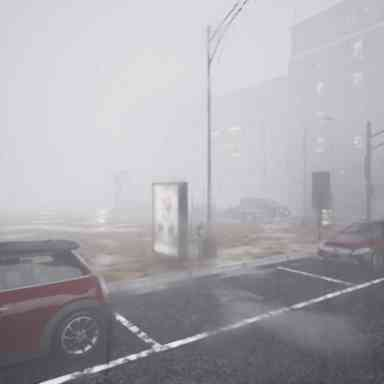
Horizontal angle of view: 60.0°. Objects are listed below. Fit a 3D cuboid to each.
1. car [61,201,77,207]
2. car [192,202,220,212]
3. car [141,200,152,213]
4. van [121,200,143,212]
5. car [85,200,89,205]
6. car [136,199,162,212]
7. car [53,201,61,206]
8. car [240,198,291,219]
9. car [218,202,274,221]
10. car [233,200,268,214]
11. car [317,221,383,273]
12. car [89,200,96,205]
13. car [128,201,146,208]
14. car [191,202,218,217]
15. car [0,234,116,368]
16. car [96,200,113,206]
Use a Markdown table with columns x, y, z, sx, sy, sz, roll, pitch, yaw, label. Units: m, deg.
| x | y | z | sx | sy | sz | roll | pitch | yaw | label |
| --- | --- | --- | --- | --- | --- | --- | --- | --- | --- |
| -27.661 | 2.741 | 75.750 | 2.008 | 1.369 | 4.403 | -1 | 0 | -36 | car |
| 2.039 | 2.147 | 49.118 | 1.802 | 1.307 | 4.206 | -1 | 0 | -36 | car |
| -4.468 | 2.151 | 43.536 | 1.887 | 1.381 | 4.507 | -1 | 0 | -36 | car |
| -9.385 | 2.071 | 50.425 | 1.690 | 1.788 | 3.998 | -1 | 0 | -36 | van |
| -27.397 | 2.849 | 89.685 | 1.887 | 1.381 | 4.507 | -1 | 0 | -36 | car |
| -6.647 | 2.051 | 51.202 | 2.097 | 1.767 | 4.553 | 0 | 0 | -35 | car |
| -34.188 | 2.899 | 84.775 | 1.887 | 1.381 | 4.507 | -1 | 0 | -36 | car |
| 6.904 | 1.581 | 32.392 | 2.150 | 2.045 | 5.566 | 0 | 0 | -36 | car |
| 4.871 | 1.924 | 30.546 | 2.008 | 1.369 | 4.403 | -1 | 0 | -36 | car |
| 7.294 | 1.875 | 41.933 | 1.967 | 1.590 | 4.097 | -1 | 0 | -36 | car |
| 5.805 | 1.599 | 10.700 | 4.206 | 1.307 | 1.802 | 0 | 0 | -35 | car |
| -24.133 | 2.788 | 85.172 | 1.947 | 1.339 | 4.313 | -1 | 0 | -36 | car |
| -11.079 | 2.475 | 67.122 | 1.802 | 1.307 | 4.206 | -1 | 0 | -36 | car |
| 1.607 | 2.005 | 35.059 | 2.008 | 1.369 | 4.403 | -1 | 0 | -36 | car |
| -3.201 | 1.440 | 4.287 | 4.097 | 1.590 | 1.967 | 0 | 0 | -35 | car |
| -20.873 | 2.580 | 80.660 | 1.967 | 1.590 | 4.097 | -1 | 0 | -36 | car |
